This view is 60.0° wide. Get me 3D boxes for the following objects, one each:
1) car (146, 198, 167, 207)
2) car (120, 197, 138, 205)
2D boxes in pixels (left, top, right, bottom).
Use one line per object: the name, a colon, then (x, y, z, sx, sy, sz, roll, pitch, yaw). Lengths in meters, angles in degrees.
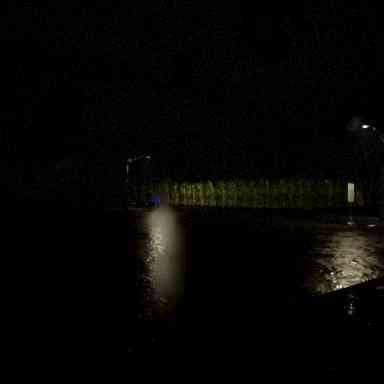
car: (-5.730, 1.665, 53.926, 1.812, 1.442, 4.674, -1, 0, -36)
car: (-11.810, 1.685, 62.120, 1.837, 1.490, 4.892, -1, 0, -36)
